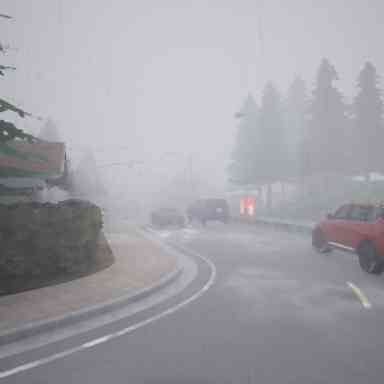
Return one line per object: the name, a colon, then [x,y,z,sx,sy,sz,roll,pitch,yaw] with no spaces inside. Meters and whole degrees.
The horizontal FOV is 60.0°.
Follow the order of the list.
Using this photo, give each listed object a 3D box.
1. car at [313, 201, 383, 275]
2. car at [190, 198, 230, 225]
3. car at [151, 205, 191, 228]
car: [5.970,1.311,10.978,2.150,2.045,5.566,0,-1,-2]
car: [1.231,1.554,27.374,2.150,2.045,5.566,0,-1,-17]
car: [-1.860,1.836,24.920,1.837,1.490,4.892,0,-1,-17]
